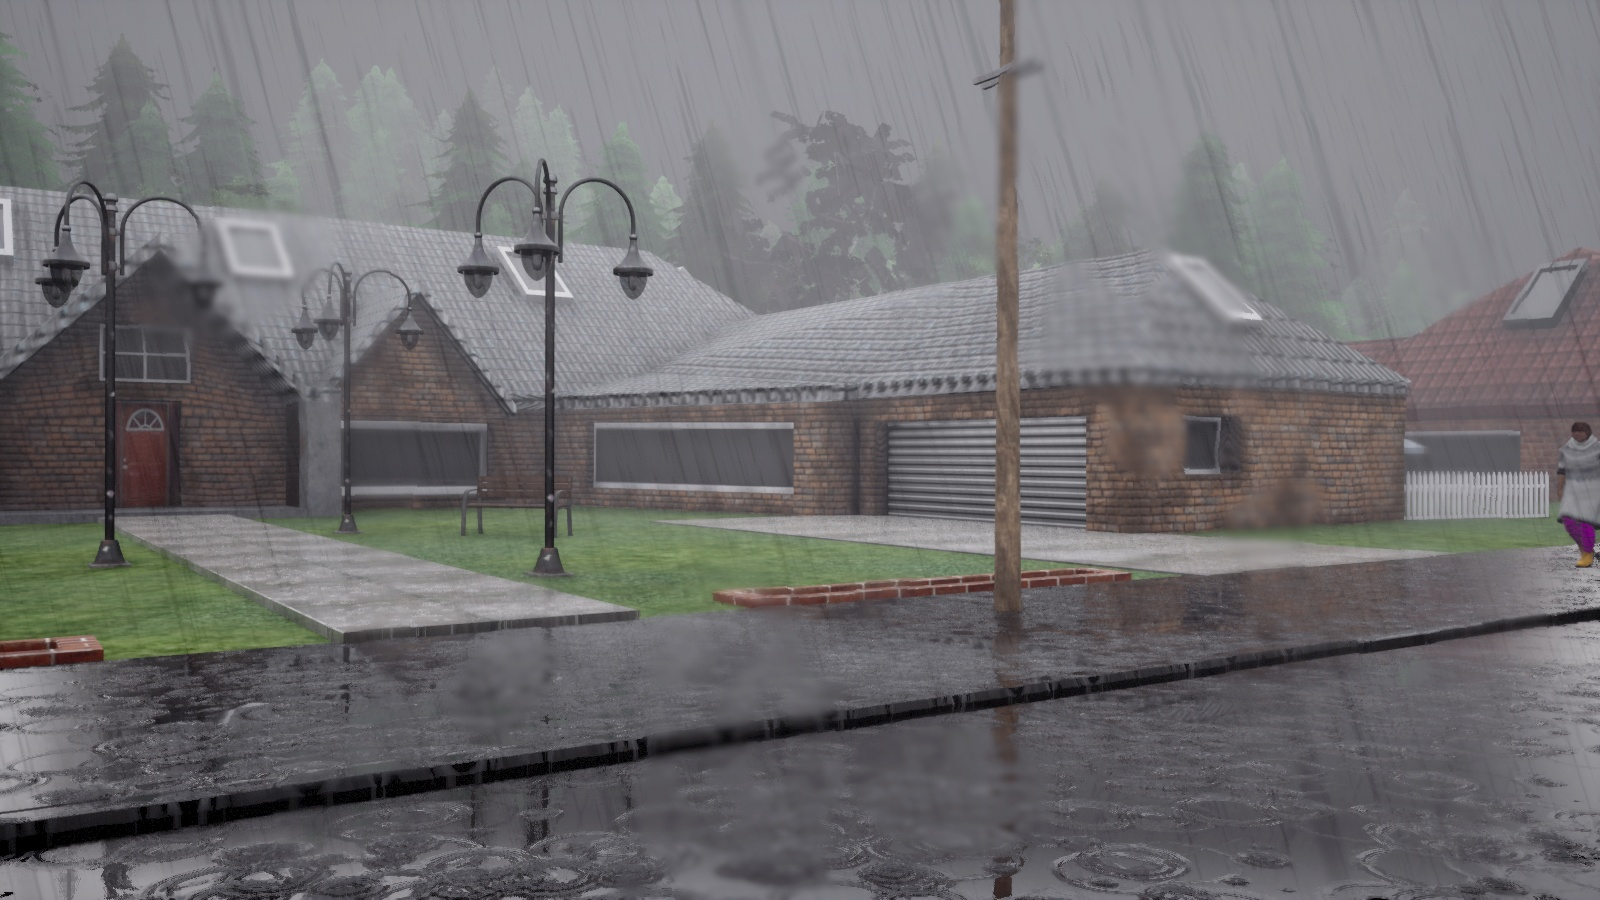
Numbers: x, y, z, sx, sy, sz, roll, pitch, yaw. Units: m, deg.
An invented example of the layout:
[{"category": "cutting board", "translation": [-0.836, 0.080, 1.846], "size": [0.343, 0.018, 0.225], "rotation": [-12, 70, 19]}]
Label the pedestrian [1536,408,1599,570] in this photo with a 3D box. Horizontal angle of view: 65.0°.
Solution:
[{"category": "pedestrian", "translation": [9.710, 0.468, 15.556], "size": [0.873, 1.952, 0.659], "rotation": [0, 0, -29]}]
